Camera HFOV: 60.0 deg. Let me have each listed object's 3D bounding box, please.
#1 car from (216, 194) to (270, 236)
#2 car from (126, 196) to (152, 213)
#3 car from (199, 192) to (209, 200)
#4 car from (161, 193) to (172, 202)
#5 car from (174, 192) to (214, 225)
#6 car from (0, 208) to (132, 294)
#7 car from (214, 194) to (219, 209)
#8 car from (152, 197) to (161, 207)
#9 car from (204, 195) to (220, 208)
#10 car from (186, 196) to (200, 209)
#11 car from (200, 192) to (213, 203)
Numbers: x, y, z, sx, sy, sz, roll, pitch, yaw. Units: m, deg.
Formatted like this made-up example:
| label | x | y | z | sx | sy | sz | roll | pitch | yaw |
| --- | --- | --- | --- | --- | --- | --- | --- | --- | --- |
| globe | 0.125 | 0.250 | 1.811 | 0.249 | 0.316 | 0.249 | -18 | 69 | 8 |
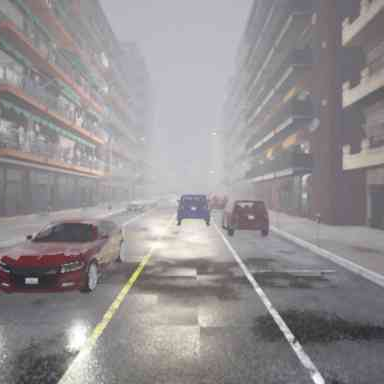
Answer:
| label | x | y | z | sx | sy | sz | roll | pitch | yaw |
| --- | --- | --- | --- | --- | --- | --- | --- | --- | --- |
| car | 2.708 | 1.227 | 17.589 | 2.192 | 1.841 | 5.009 | 1 | 0 | 0 |
| car | -5.671 | 1.381 | 34.328 | 2.008 | 1.369 | 4.403 | 1 | 0 | 0 |
| car | 2.725 | 0.936 | 78.835 | 2.192 | 1.841 | 5.009 | 1 | 0 | 0 |
| car | -5.662 | 1.199 | 67.565 | 1.752 | 1.417 | 4.829 | 1 | 0 | 0 |
| car | 0.105 | 1.106 | 23.147 | 2.150 | 2.045 | 5.566 | 0 | 0 | 0 |
| car | -3.097 | 1.432 | 8.927 | 1.882 | 1.535 | 5.008 | 0 | 0 | 0 |
| car | 2.712 | 1.146 | 34.292 | 2.192 | 1.841 | 5.009 | 1 | 0 | 0 |
| car | -5.668 | 1.303 | 45.295 | 1.752 | 1.417 | 4.829 | 1 | 0 | 0 |
| car | 2.713 | 1.217 | 45.428 | 1.967 | 1.590 | 4.097 | 1 | 0 | 0 |
| car | 0.111 | 1.313 | 43.171 | 1.812 | 1.442 | 4.674 | 0 | 0 | 0 |
| car | 2.720 | 1.014 | 62.132 | 2.192 | 1.841 | 5.009 | 1 | 0 | 0 |
